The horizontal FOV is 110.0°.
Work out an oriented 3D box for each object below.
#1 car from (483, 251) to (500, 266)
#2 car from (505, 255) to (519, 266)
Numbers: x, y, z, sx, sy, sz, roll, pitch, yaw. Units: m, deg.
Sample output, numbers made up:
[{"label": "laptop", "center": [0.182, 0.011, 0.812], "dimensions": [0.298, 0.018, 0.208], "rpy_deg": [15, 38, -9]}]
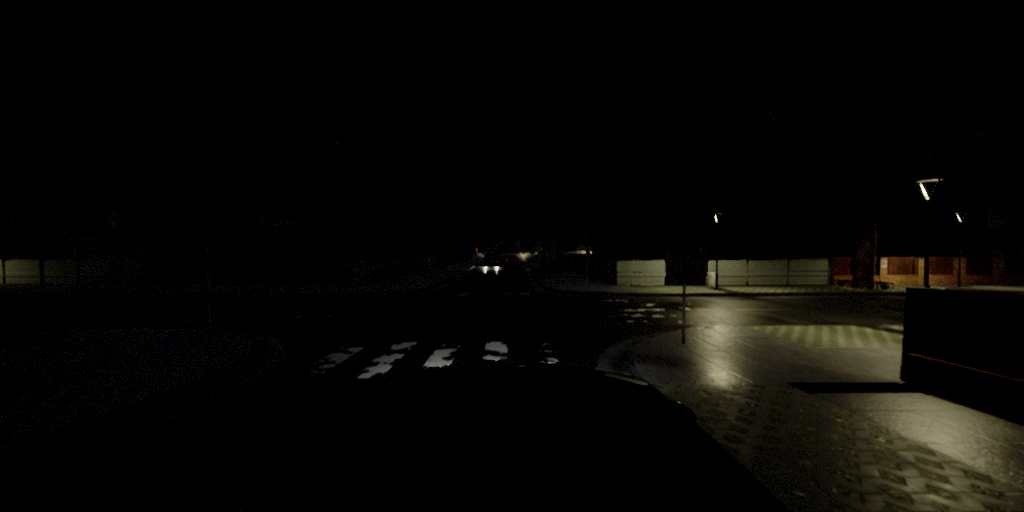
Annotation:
[{"label": "car", "center": [-2.830, 0.283, 50.907], "dimensions": [2.150, 2.045, 5.566], "rpy_deg": [0, 1, 0]}, {"label": "car", "center": [-0.050, 0.604, 51.106], "dimensions": [2.033, 1.411, 5.357], "rpy_deg": [0, 1, 1]}]
